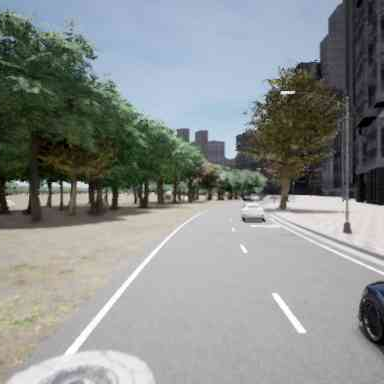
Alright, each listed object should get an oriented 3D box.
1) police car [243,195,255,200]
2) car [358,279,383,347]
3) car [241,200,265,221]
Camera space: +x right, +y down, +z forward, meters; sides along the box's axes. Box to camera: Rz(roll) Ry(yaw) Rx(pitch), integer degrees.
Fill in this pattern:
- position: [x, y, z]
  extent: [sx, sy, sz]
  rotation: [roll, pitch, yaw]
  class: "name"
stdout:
- position: [15.656, 1.976, 93.190]
  extent: [1.930, 1.638, 5.238]
  rotation: [0, 0, 20]
  class: "police car"
- position: [3.670, 1.594, 3.739]
  extent: [1.994, 1.385, 4.181]
  rotation: [0, 0, 1]
  class: "car"
- position: [5.218, 1.691, 28.767]
  extent: [1.812, 1.442, 4.674]
  rotation: [0, 0, 7]
  class: "car"
